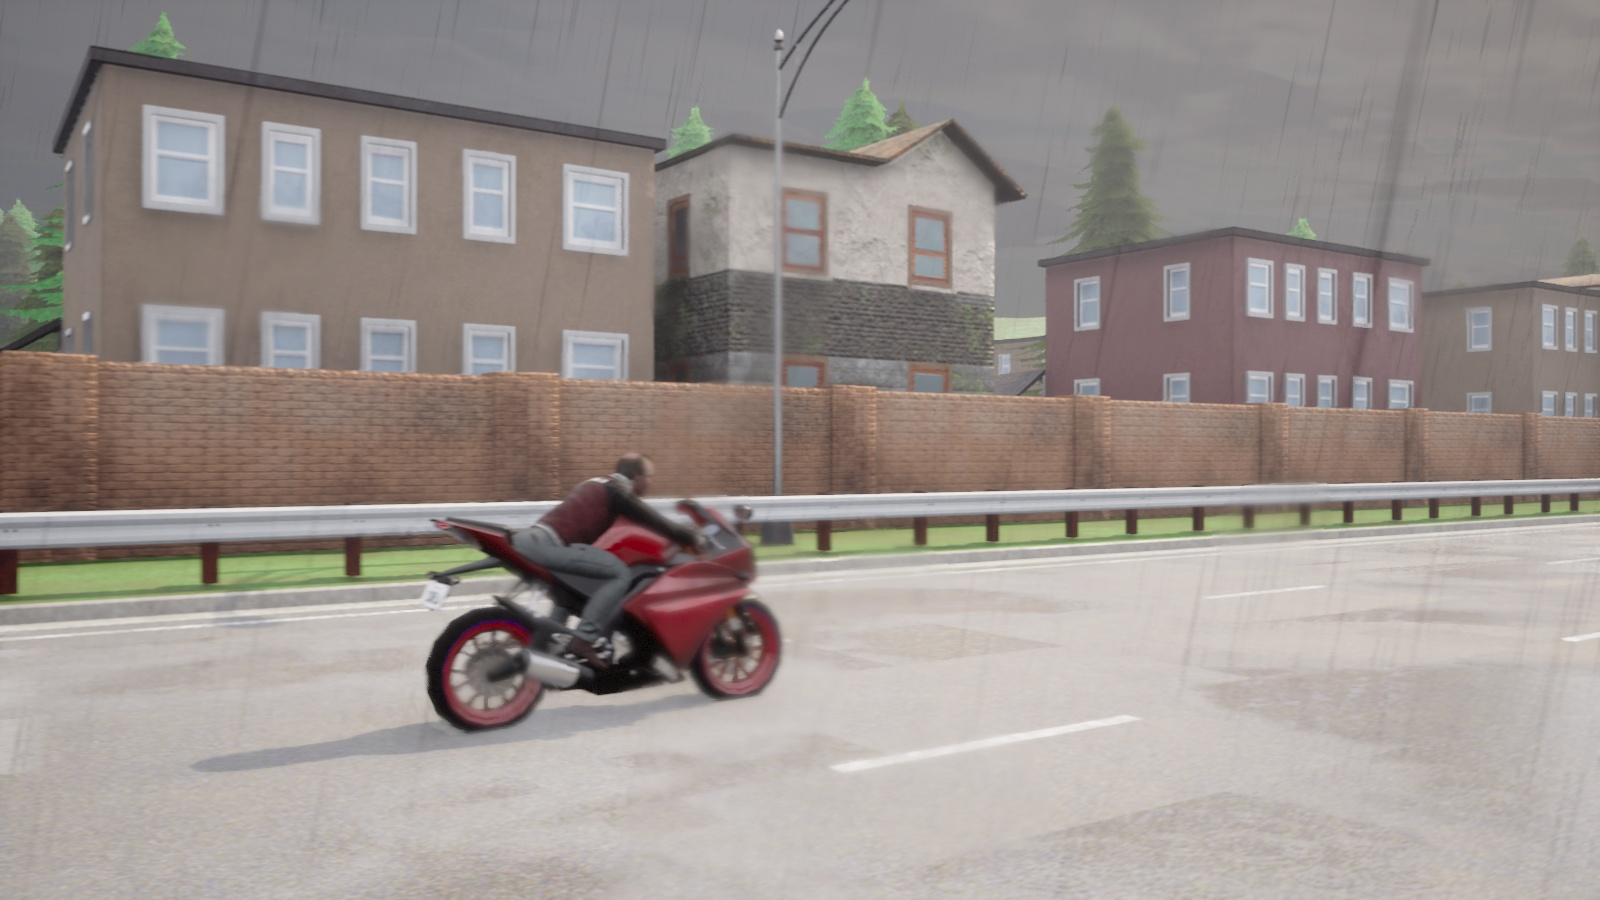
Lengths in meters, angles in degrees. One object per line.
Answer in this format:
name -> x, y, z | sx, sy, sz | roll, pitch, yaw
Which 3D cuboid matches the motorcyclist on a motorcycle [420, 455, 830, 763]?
motorcyclist on a motorcycle -> -0.966, 0.799, 7.251 | 2.191, 1.530, 0.866 | 0, 0, -35
